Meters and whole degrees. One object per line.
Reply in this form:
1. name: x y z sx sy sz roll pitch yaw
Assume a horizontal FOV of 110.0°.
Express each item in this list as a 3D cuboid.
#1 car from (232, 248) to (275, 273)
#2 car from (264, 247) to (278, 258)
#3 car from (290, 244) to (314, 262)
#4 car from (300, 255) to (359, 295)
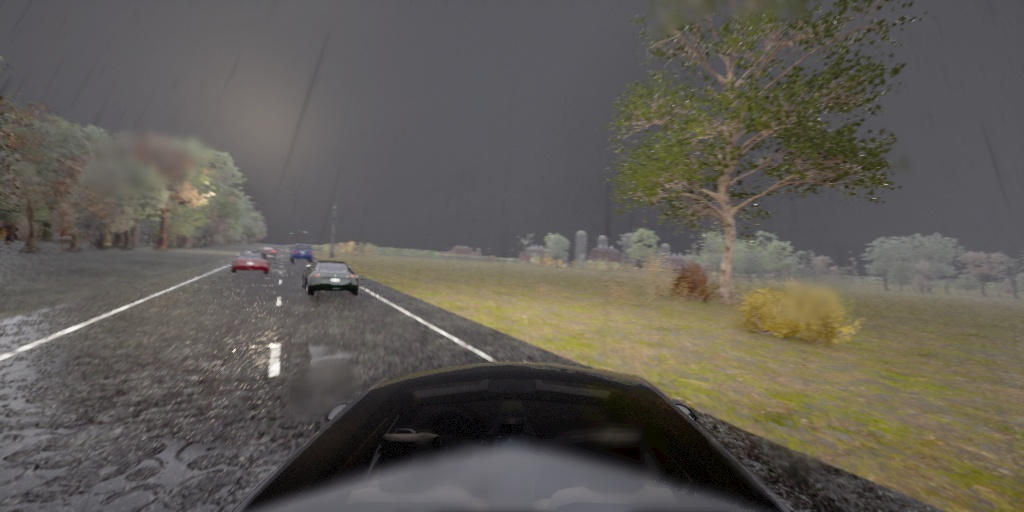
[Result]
1. car: -17.380 0.365 24.053 1.994 1.385 4.181 4 0 -33
2. car: -34.174 -0.578 50.394 1.812 1.442 4.674 4 0 -33
3. car: -24.113 -0.311 41.146 2.150 2.045 5.566 4 0 -33
4. car: -8.206 0.883 16.169 1.994 1.385 4.181 4 0 -33
